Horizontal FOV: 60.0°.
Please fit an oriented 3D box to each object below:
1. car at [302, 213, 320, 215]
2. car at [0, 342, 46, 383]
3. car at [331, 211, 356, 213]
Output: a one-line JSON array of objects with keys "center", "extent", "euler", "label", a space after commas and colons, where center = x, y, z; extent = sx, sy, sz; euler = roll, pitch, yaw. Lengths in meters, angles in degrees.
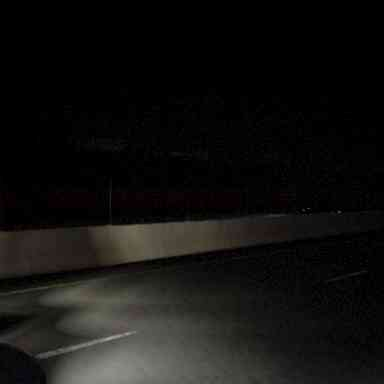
[{"center": [13.236, 1.623, 34.930], "extent": [4.892, 1.490, 1.837], "euler": [1, 0, -35], "label": "car"}, {"center": [-3.153, 1.518, 1.497], "extent": [4.674, 1.442, 1.812], "euler": [0, 0, -36], "label": "car"}, {"center": [15.411, 1.681, 32.182], "extent": [4.181, 1.385, 1.994], "euler": [0, 0, -35], "label": "car"}]
